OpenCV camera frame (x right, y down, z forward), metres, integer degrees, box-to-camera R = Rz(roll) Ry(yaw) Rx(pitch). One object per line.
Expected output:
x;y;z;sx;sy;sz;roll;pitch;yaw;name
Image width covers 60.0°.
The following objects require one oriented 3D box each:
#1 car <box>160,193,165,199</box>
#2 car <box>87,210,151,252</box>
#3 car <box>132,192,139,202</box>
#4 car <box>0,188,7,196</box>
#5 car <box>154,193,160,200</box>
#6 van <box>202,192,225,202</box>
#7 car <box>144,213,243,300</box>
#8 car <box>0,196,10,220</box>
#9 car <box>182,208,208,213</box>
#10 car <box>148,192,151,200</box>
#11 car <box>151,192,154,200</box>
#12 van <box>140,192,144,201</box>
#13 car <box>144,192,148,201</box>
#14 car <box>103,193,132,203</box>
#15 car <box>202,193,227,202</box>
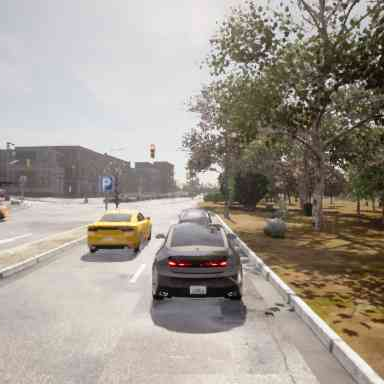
-11.003;1.065;90.220;5.566;2.045;2.435;-1;0;-12;car
-2.871;1.496;14.019;1.882;1.535;5.008;0;0;0;car
-13.800;1.316;66.271;5.366;1.575;1.946;-1;0;-15;car
-31.165;0.137;54.147;2.002;1.452;4.674;6;-3;-19;car
-11.453;1.358;87.213;4.674;1.452;2.002;-1;0;-12;car
4.283;1.043;65.874;4.442;1.987;1.878;1;0;-14;van
0.109;1.514;8.397;1.837;1.490;4.892;0;0;0;car
-16.627;1.404;25.473;4.553;1.767;2.185;-1;0;-19;car
0.156;1.572;18.099;2.033;1.411;5.357;0;0;1;car
-12.640;1.360;78.230;4.674;1.452;2.002;-1;0;-13;car
-12.268;1.359;81.231;4.674;1.452;2.002;-1;0;-13;car
-13.241;1.093;72.263;4.442;1.987;1.878;-1;0;-14;van
-13.013;1.322;75.234;4.892;1.521;2.231;-1;0;-14;car
-14.444;1.359;63.279;4.792;1.488;2.163;-1;0;-15;car
4.667;1.142;68.843;4.553;1.767;2.185;1;0;-14;car
